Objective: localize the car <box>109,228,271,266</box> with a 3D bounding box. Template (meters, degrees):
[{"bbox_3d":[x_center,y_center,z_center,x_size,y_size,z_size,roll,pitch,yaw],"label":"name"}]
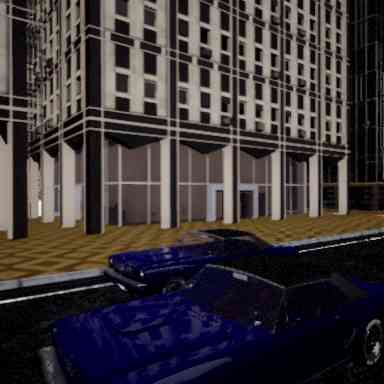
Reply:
[{"bbox_3d":[0.391,1.603,7.982,4.718,1.301,1.895,0,0,-36],"label":"car"}]

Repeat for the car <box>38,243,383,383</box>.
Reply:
[{"bbox_3d":[0.708,1.602,4.207,4.718,1.301,1.895,0,0,-36],"label":"car"}]
